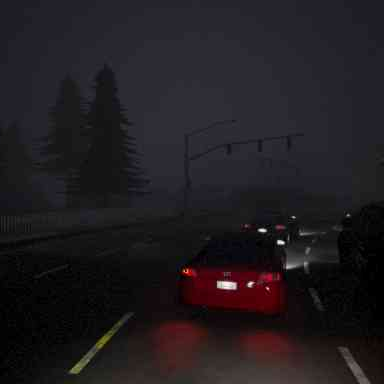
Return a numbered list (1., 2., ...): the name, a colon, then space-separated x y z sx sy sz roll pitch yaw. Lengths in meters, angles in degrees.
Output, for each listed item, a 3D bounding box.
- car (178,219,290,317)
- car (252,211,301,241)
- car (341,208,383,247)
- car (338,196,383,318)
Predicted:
1. car: 1.130 1.564 7.620 1.994 1.385 4.181 0 0 15
2. car: 3.792 1.564 15.589 1.994 1.385 4.181 0 0 26
3. car: 8.371 1.564 15.849 1.994 1.385 4.181 0 0 28
4. car: 4.707 1.221 7.259 2.150 2.045 5.566 0 0 15
